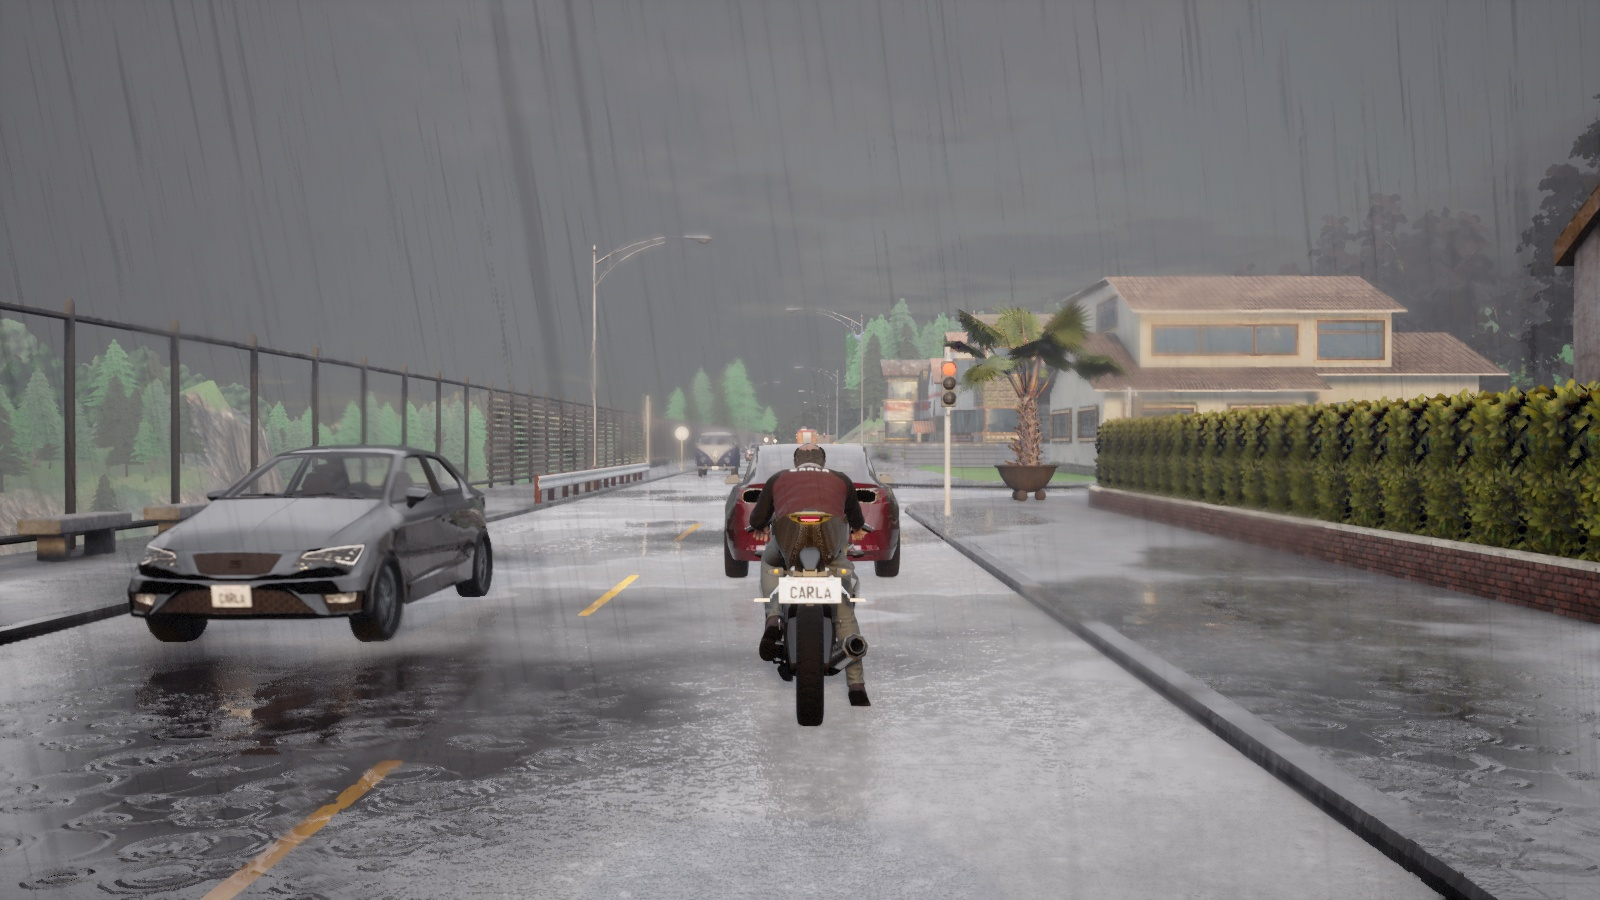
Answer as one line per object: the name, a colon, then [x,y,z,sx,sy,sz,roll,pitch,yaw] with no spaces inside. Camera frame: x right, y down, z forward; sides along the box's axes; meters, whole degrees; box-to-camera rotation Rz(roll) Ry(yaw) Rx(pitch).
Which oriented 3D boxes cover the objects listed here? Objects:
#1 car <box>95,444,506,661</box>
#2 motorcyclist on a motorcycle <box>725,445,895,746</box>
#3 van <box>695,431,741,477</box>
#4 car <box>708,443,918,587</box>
car: [-3.926,0.696,10.727,1.816,1.474,4.193,0,0,0]
motorcyclist on a motorcycle: [0.056,0.739,7.498,0.866,1.530,2.191,0,0,0]
van: [-3.672,0.175,56.809,1.775,1.987,4.442,0,0,0]
car: [0.124,0.660,15.372,2.163,1.488,4.792,0,0,0]
